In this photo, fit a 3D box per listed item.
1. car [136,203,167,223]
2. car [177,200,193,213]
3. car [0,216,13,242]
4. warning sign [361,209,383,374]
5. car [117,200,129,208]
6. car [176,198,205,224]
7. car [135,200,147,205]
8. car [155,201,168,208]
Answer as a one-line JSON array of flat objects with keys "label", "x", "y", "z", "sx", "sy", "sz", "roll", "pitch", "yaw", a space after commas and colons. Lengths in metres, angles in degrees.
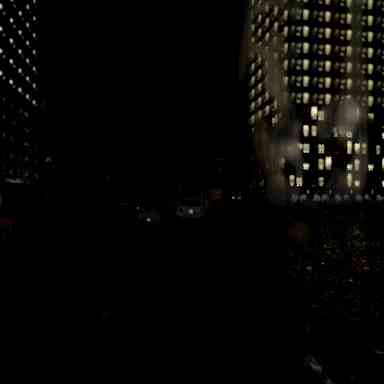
[{"label": "car", "x": -3.390, "y": 1.885, "z": 27.923, "sx": 1.895, "sy": 1.301, "sz": 4.718, "roll": 0, "pitch": -1, "yaw": -2}, {"label": "car", "x": -1.025, "y": 1.915, "z": 44.475, "sx": 1.882, "sy": 1.535, "sz": 5.008, "roll": 0, "pitch": 0, "yaw": -4}, {"label": "car", "x": -9.847, "y": 1.623, "z": 14.525, "sx": 1.882, "sy": 1.535, "sz": 5.008, "roll": 0, "pitch": -1, "yaw": 0}, {"label": "warning sign", "x": 2.860, "y": 1.159, "z": 3.818, "sx": 1.300, "sy": 1.860, "sz": 1.060, "roll": 0, "pitch": 0, "yaw": 0}, {"label": "car", "x": -12.362, "y": 2.161, "z": 59.492, "sx": 1.895, "sy": 1.301, "sz": 4.718, "roll": 0, "pitch": 0, "yaw": -6}, {"label": "car", "x": -0.130, "y": 1.507, "z": 27.595, "sx": 2.150, "sy": 2.045, "sz": 5.566, "roll": 0, "pitch": 0, "yaw": -1}, {"label": "car", "x": -9.138, "y": 2.112, "z": 59.983, "sx": 2.033, "sy": 1.411, "sz": 5.357, "roll": 0, "pitch": 0, "yaw": -6}, {"label": "car", "x": -4.257, "y": 1.959, "z": 44.111, "sx": 1.812, "sy": 1.442, "sz": 4.674, "roll": 0, "pitch": 0, "yaw": -4}]
